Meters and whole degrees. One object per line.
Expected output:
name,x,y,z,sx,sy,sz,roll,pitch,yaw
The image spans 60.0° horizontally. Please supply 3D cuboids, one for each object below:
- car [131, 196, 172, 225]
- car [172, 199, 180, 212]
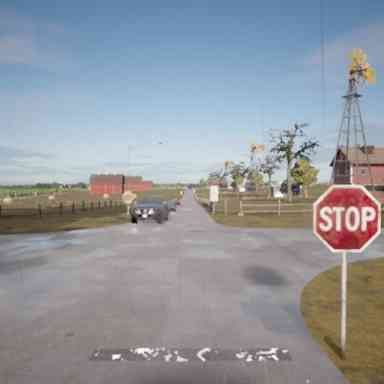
car,-3.062,1.294,25.229,2.150,2.045,5.566,0,0,3
car,-2.885,1.720,41.102,2.033,1.411,5.357,0,0,0
